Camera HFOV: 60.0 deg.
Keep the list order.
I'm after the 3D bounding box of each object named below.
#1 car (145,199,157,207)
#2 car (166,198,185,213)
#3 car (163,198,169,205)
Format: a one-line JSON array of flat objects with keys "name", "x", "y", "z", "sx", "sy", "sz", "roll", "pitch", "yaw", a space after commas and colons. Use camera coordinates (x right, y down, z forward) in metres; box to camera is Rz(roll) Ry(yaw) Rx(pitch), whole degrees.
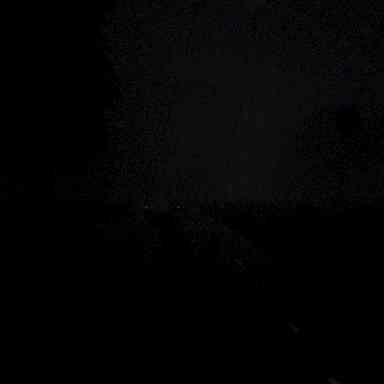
[{"name": "car", "x": -7.427, "y": 1.914, "z": 59.971, "sx": 1.994, "sy": 1.385, "sz": 4.181, "roll": 0, "pitch": 0, "yaw": -7}, {"name": "car", "x": -1.905, "y": 1.883, "z": 42.827, "sx": 2.033, "sy": 1.411, "sz": 5.357, "roll": 0, "pitch": 0, "yaw": -5}, {"name": "car", "x": -4.963, "y": 1.917, "z": 68.828, "sx": 2.033, "sy": 1.411, "sz": 5.357, "roll": 0, "pitch": 0, "yaw": -8}]
